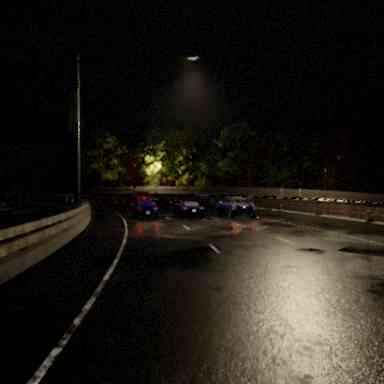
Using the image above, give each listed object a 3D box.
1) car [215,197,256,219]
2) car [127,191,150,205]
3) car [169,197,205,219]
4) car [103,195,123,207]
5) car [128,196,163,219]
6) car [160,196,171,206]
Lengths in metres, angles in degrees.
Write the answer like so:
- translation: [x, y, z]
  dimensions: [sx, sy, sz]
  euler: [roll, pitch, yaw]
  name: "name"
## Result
- translation: [3.388, 1.161, 26.845]
  dimensions: [2.097, 1.767, 4.553]
  euler: [0, 1, -14]
  name: "car"
- translation: [-7.501, 0.924, 46.619]
  dimensions: [2.150, 2.045, 5.566]
  euler: [0, 1, -26]
  name: "car"
- translation: [-0.346, 1.379, 27.298]
  dimensions: [1.994, 1.385, 4.181]
  euler: [0, 0, -14]
  name: "car"
- translation: [-10.845, 1.195, 45.401]
  dimensions: [1.882, 1.535, 5.008]
  euler: [0, 1, -25]
  name: "car"
- translation: [-3.859, 1.351, 26.972]
  dimensions: [1.812, 1.442, 4.674]
  euler: [0, 0, -15]
  name: "car"
- translation: [-3.733, 1.255, 46.667]
  dimensions: [1.994, 1.385, 4.181]
  euler: [0, 0, -25]
  name: "car"
